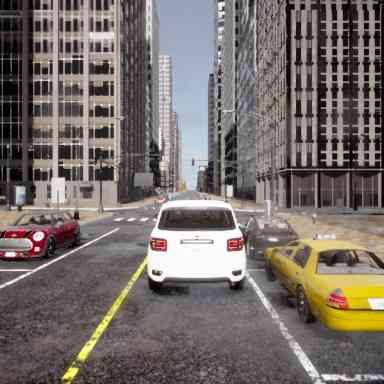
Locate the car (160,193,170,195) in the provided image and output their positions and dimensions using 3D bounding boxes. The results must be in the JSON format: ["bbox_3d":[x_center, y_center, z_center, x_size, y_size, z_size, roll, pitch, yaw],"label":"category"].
[{"bbox_3d":[-5.769,1.380,61.708,1.967,1.590,4.097,0,0,0],"label":"car"}]

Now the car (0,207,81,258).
[{"bbox_3d":[-5.685,1.438,12.445,1.967,1.590,4.097,0,0,0],"label":"car"}]

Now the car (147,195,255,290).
[{"bbox_3d":[0.102,1.220,9.230,2.150,2.045,5.566,0,0,0],"label":"car"}]

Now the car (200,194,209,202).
[{"bbox_3d":[2.709,1.353,73.073,1.967,1.590,4.097,0,0,0],"label":"car"}]

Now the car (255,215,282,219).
[{"bbox_3d":[2.695,1.548,12.445,2.008,1.369,4.403,0,0,0],"label":"car"}]

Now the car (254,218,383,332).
[{"bbox_3d":[2.693,1.525,6.947,1.752,1.417,4.829,0,0,0],"label":"car"}]

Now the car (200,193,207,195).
[{"bbox_3d":[2.802,1.380,61.705,1.967,1.590,4.097,0,0,0],"label":"car"}]

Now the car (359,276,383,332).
[{"bbox_3d":[2.692,1.551,1.106,2.008,1.369,4.403,0,0,0],"label":"car"}]

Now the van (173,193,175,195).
[{"bbox_3d":[-5.668,1.225,84.448,1.690,1.788,3.998,0,0,0],"label":"van"}]

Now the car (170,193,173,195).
[{"bbox_3d":[-5.702,1.242,67.393,2.192,1.841,5.009,0,0,0],"label":"car"}]

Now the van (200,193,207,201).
[{"bbox_3d":[2.711,1.240,78.758,1.690,1.788,3.998,0,0,0],"label":"van"}]

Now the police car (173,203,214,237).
[{"bbox_3d":[0.101,1.498,19.150,2.038,1.542,4.974,0,0,1],"label":"police car"}]
